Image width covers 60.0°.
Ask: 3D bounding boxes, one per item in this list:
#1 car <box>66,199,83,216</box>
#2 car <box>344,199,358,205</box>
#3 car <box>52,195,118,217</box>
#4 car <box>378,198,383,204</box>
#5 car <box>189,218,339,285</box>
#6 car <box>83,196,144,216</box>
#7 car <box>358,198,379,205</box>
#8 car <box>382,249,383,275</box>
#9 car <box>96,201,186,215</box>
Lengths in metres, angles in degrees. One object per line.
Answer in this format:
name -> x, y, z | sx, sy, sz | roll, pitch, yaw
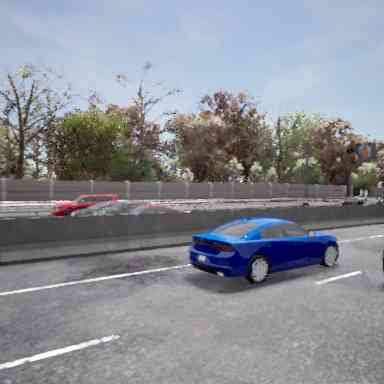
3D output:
car -> -6.519, 1.507, 25.140 | 4.902, 1.511, 2.128 | 0, 0, -35
car -> 26.056, 1.716, 52.616 | 4.718, 1.301, 1.895 | 0, 0, -35
car -> -8.673, 1.237, 27.886 | 5.566, 2.045, 2.150 | 0, 0, -36
car -> 28.235, 1.657, 45.600 | 5.357, 1.411, 2.033 | 0, 0, -35
car -> 2.265, 1.490, 9.661 | 5.008, 1.535, 1.882 | 0, 0, -36
car -> -4.511, 1.368, 22.273 | 4.553, 1.767, 2.097 | 0, 0, -35
car -> 27.281, 1.604, 49.214 | 4.902, 1.511, 2.128 | 0, 0, -35
car -> 6.750, 1.524, 8.565 | 4.892, 1.490, 1.837 | 0, 0, -36
car -> -2.654, 1.493, 19.298 | 5.008, 1.535, 1.882 | 0, 0, -36
